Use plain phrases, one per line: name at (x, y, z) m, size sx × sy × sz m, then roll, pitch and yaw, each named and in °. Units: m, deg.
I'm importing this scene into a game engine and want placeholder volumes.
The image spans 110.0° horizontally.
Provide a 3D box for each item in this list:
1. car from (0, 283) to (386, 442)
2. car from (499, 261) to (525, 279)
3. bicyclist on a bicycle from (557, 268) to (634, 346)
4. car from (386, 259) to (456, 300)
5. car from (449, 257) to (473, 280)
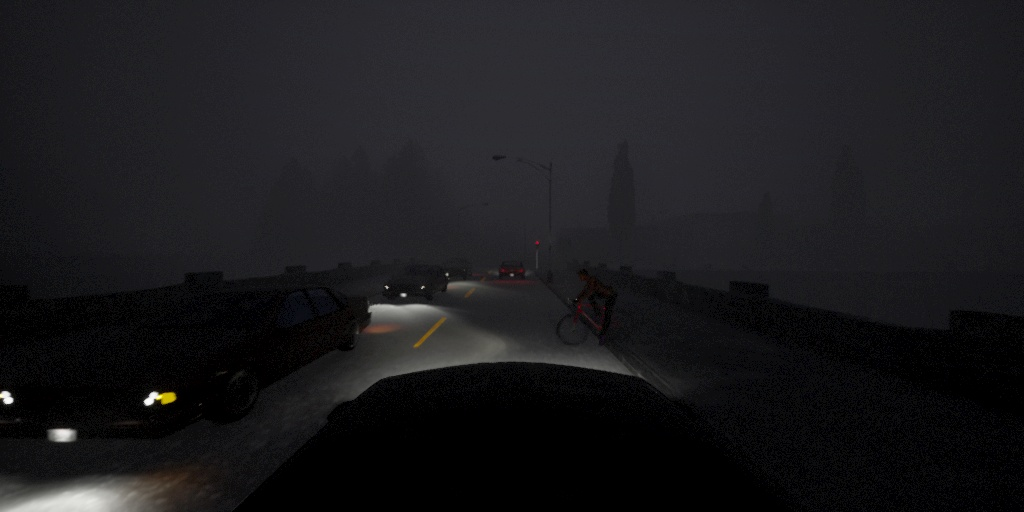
car at (-4.097, 1.209, 5.923) m, size 2.033 × 1.411 × 5.357 m, roll 0°, pitch 1°, yaw 0°
car at (0.001, 0.998, 26.846) m, size 1.895 × 1.301 × 4.718 m, roll 0°, pitch 1°, yaw 0°
bicyclist on a bicycle at (1.727, 1.067, 7.615) m, size 1.656 × 1.620 × 0.582 m, roll -6°, pitch 1°, yaw 0°
car at (-4.097, 1.064, 16.249) m, size 2.033 × 1.411 × 5.357 m, roll 0°, pitch 1°, yaw 0°
car at (-4.076, 0.847, 26.715) m, size 1.882 × 1.535 × 5.008 m, roll 0°, pitch 1°, yaw 0°
